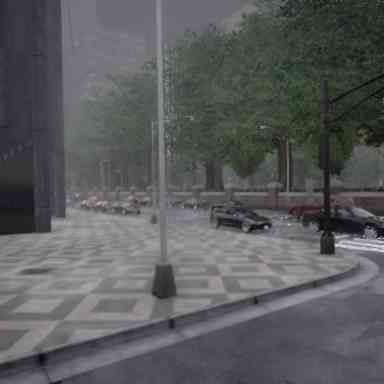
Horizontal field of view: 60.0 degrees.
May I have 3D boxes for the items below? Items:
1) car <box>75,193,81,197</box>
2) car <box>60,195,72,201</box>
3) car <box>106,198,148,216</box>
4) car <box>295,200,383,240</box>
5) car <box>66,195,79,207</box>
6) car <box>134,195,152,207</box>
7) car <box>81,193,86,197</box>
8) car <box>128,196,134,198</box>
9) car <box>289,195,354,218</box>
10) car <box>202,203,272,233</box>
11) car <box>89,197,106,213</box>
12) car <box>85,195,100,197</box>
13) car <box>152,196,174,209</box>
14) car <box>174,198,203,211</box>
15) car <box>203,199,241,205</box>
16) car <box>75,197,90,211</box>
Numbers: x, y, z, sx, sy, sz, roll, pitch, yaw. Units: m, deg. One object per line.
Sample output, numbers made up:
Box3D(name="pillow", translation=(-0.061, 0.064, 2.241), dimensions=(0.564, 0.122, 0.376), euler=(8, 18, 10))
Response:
Box3D(name="car", translation=(-22.155, 1.331, 60.038), dimensions=(1.882, 1.535, 5.008), euler=(-2, 1, -35))
Box3D(name="car", translation=(-31.463, 1.395, 83.051), dimensions=(1.752, 1.417, 4.829), euler=(-2, 1, -35))
Box3D(name="car", translation=(-6.654, 1.584, 33.513), dimensions=(2.008, 1.369, 4.403), euler=(-2, 1, -35))
Box3D(name="car", translation=(8.201, 1.464, 17.408), dimensions=(1.882, 1.535, 5.008), euler=(-2, 1, -35))
Box3D(name="car", translation=(-19.315, 1.620, 51.295), dimensions=(1.802, 1.307, 4.206), euler=(-2, 1, -35))
Box3D(name="car", translation=(-6.047, 1.286, 47.351), dimensions=(1.967, 1.590, 4.097), euler=(-2, 1, -35))
Box3D(name="car", translation=(-25.039, 1.176, 74.019), dimensions=(2.192, 1.841, 5.009), euler=(-2, 1, -35))
Box3D(name="car", translation=(-9.212, 1.287, 51.796), dimensions=(1.967, 1.590, 4.097), euler=(-2, 1, -35))
Box3D(name="car", translation=(9.774, 1.154, 25.125), dimensions=(2.192, 1.841, 5.009), euler=(-2, 1, -35))
Box3D(name="car", translation=(2.841, 1.595, 20.177), dimensions=(1.947, 1.339, 4.313), euler=(-2, 1, -35))
Box3D(name="car", translation=(-9.819, 1.616, 37.959), dimensions=(1.802, 1.307, 4.206), euler=(-2, 1, -35))
Box3D(name="car", translation=(-18.804, 1.378, 65.270), dimensions=(1.752, 1.417, 4.829), euler=(-2, 1, -35))
Box3D(name="car", translation=(-2.881, 1.395, 42.908), dimensions=(2.008, 1.369, 4.403), euler=(-2, 1, -35))
Box3D(name="car", translation=(0.284, 1.394, 38.463), dimensions=(2.008, 1.369, 4.403), euler=(-2, 1, -35))
Box3D(name="car", translation=(3.449, 1.407, 34.018), dimensions=(1.947, 1.339, 4.313), euler=(-2, 1, -35))
Box3D(name="car", translation=(-12.984, 1.618, 42.404), dimensions=(1.802, 1.307, 4.206), euler=(-2, 1, -35))
